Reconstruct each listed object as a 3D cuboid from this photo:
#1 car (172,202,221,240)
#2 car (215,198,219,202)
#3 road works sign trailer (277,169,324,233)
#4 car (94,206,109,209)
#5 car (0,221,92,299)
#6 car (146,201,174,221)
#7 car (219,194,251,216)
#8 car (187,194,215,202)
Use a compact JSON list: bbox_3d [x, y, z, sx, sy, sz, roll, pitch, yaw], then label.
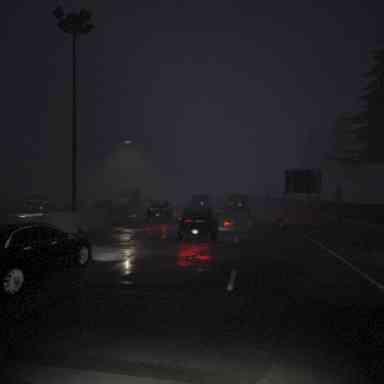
[{"bbox_3d":[0.410,1.505,17.247,1.837,1.490,4.892,0,0,6],"label":"car"},{"bbox_3d":[3.314,1.478,43.280,1.882,1.535,5.008,0,0,-7],"label":"car"},{"bbox_3d":[6.587,0.464,19.229,2.380,3.560,2.880,0,0,-15],"label":"road works sign trailer"},{"bbox_3d":[-10.361,1.564,38.764,1.994,1.385,4.181,0,0,-7],"label":"car"},{"bbox_3d":[-4.373,1.502,8.567,1.837,1.490,4.892,0,-1,11],"label":"car"},{"bbox_3d":[-2.564,1.492,27.287,2.128,1.511,4.902,0,0,1],"label":"car"},{"bbox_3d":[4.253,1.222,32.391,2.150,2.045,5.566,0,0,-1],"label":"car"},{"bbox_3d":[0.708,1.220,35.446,2.150,2.045,5.566,0,0,-5],"label":"car"}]
